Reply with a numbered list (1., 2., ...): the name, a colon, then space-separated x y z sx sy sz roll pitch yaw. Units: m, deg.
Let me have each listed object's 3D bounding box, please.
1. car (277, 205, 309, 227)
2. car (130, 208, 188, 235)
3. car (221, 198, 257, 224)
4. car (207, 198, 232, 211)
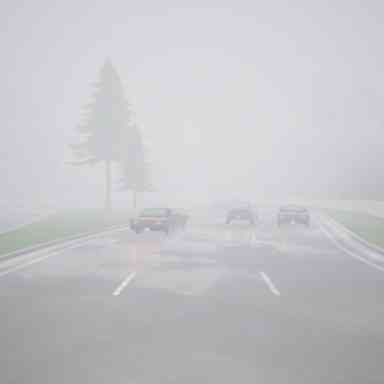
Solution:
1. car: 6.636 1.503 21.915 1.895 1.301 4.718 0 0 16
2. car: -1.614 1.519 18.282 1.895 1.301 4.718 0 0 14
3. car: 3.589 1.420 23.685 1.812 1.442 4.674 0 0 16
4. car: 2.906 1.431 38.184 1.895 1.301 4.718 0 0 -5
